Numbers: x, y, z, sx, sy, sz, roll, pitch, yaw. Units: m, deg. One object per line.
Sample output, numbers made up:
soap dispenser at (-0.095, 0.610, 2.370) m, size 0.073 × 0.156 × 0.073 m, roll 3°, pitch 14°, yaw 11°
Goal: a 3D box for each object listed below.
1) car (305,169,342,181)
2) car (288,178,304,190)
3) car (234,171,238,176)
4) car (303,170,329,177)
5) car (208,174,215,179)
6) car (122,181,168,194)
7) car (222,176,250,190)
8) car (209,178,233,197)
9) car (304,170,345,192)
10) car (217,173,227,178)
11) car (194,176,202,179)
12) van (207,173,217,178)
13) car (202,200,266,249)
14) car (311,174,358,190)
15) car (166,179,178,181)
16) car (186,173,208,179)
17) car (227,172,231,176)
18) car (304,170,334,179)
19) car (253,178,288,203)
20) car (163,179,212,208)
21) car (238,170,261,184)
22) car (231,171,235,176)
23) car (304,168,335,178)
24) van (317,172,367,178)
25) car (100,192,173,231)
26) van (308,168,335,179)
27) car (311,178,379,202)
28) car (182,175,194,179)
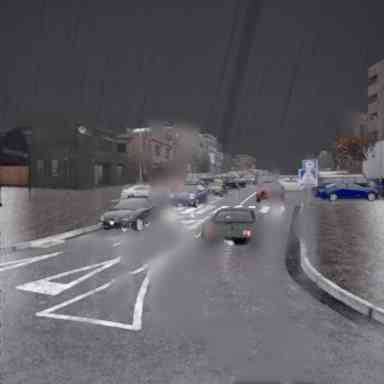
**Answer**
car at (23.044, -3.051, 58.358) m, size 5.566 × 2.045 × 2.435 m, roll -1°, pitch 4°, yaw -2°
car at (11.279, -0.809, 37.045) m, size 4.674 × 1.442 × 1.812 m, roll 0°, pitch 5°, yaw 23°
car at (5.321, -2.631, 61.419) m, size 4.892 × 1.521 × 2.231 m, roll -2°, pitch 5°, yaw -3°
car at (29.122, -4.435, 78.291) m, size 5.366 × 1.575 × 1.946 m, roll -1°, pitch 4°, yaw -2°
car at (0.130, -1.191, 44.640) m, size 5.008 × 1.535 × 2.097 m, roll -2°, pitch 4°, yaw -3°
car at (-4.142, 0.055, 30.575) m, size 4.674 × 1.452 × 2.002 m, roll -2°, pitch 4°, yaw -3°
car at (5.574, -1.019, 42.432) m, size 1.895 × 1.301 × 4.718 m, roll 1°, pitch 5°, yaw 23°
car at (2.473, -0.336, 34.214) m, size 1.994 × 1.385 × 4.181 m, roll 0°, pitch 5°, yaw 19°
car at (14.459, -0.827, 32.768) m, size 5.566 × 2.045 × 2.435 m, roll -1°, pitch 5°, yaw -1°
car at (2.041, -1.683, 50.248) m, size 5.366 × 1.575 × 1.946 m, roll -2°, pitch 4°, yaw -3°
car at (-1.607, -0.678, 39.011) m, size 4.792 × 1.488 × 2.163 m, roll -2°, pitch 5°, yaw -3°
van at (0.870, -1.652, 47.418) m, size 4.442 × 1.987 × 1.878 m, roll -2°, pitch 5°, yaw -3°
car at (1.839, 1.256, 13.034) m, size 1.895 × 1.301 × 4.718 m, roll 0°, pitch 3°, yaw 16°
car at (16.392, -1.195, 38.445) m, size 4.553 × 1.767 × 2.185 m, roll -1°, pitch 4°, yaw -1°
car at (-3.259, -0.198, 33.392) m, size 4.792 × 1.488 × 2.163 m, roll -2°, pitch 4°, yaw -3°
car at (-0.696, -1.076, 41.813) m, size 4.553 × 1.767 × 2.185 m, roll -2°, pitch 5°, yaw -3°
car at (3.612, -2.124, 55.835) m, size 4.792 × 1.488 × 2.163 m, roll -2°, pitch 4°, yaw -3°
car at (25.516, -3.531, 66.913) m, size 5.366 × 1.575 × 1.946 m, roll -1°, pitch 5°, yaw -2°
car at (6.713, -0.169, 28.099) m, size 2.097 × 1.767 × 4.553 m, roll 0°, pitch 5°, yaw 18°
car at (-0.196, 0.171, 25.870) m, size 2.097 × 1.767 × 4.553 m, roll 0°, pitch 5°, yaw 17°
car at (8.883, -2.042, 51.256) m, size 2.097 × 1.767 × 4.553 m, roll 0°, pitch 5°, yaw 17°
car at (4.440, -2.392, 58.630) m, size 5.008 × 1.535 × 2.097 m, roll -2°, pitch 4°, yaw -3°
car at (26.624, -4.017, 69.751) m, size 5.566 × 2.045 × 2.435 m, roll -1°, pitch 4°, yaw -2°
van at (13.638, -0.558, 29.952) m, size 4.442 × 1.987 × 1.878 m, roll -1°, pitch 4°, yaw -1°
car at (-2.864, 1.009, 17.175) m, size 1.837 × 1.490 × 4.892 m, roll 0°, pitch 3°, yaw 17°
van at (24.921, -3.517, 64.063) m, size 4.442 × 1.987 × 1.878 m, roll -1°, pitch 4°, yaw -2°
car at (12.553, -0.085, 27.140) m, size 5.008 × 1.535 × 2.097 m, roll -1°, pitch 4°, yaw -1°
car at (-2.409, -0.593, 36.188) m, size 4.553 × 1.767 × 2.185 m, roll -2°, pitch 5°, yaw -3°
